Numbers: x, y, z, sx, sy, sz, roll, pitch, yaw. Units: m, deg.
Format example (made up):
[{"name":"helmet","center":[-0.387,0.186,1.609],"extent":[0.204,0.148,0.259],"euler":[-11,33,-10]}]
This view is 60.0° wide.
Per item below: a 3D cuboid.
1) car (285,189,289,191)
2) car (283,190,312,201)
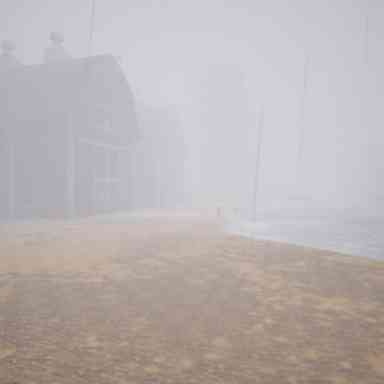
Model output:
[{"name":"car","center":[27.242,0.344,87.677],"extent":[3.988,1.617,1.851],"euler":[-1,1,17]},{"name":"car","center":[18.006,0.838,55.987],"extent":[4.181,1.381,1.994],"euler":[-1,1,17]}]
